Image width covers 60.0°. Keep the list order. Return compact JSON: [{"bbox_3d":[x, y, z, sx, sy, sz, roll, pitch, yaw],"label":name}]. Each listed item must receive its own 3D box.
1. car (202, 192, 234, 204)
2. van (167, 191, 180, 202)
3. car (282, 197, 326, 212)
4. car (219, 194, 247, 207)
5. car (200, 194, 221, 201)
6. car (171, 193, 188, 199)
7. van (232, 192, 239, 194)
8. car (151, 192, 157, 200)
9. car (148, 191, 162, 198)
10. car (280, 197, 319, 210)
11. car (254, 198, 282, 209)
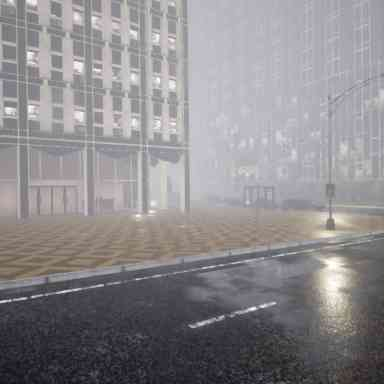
[{"bbox_3d":[4.079,1.166,53.523,1.812,1.442,4.674,-1,1,-34],"label":"car"},{"bbox_3d":[-3.399,0.936,59.892,1.690,1.788,3.998,0,1,-34],"label":"van"},{"bbox_3d":[12.486,1.422,36.331,1.947,1.339,4.313,-1,1,-34],"label":"car"},{"bbox_3d":[6.152,1.318,45.771,1.947,1.339,4.313,-1,1,-34],"label":"car"},{"bbox_3d":[3.528,1.042,64.609,1.802,1.307,4.206,-1,1,-34],"label":"car"},{"bbox_3d":[-2.869,0.935,74.006,1.802,1.307,4.206,0,1,-34],"label":"car"},{"bbox_3d":[6.726,0.854,59.908,1.690,1.788,3.998,-1,1,-34],"label":"van"},{"bbox_3d":[-9.797,1.038,69.290,2.008,1.369,4.403,0,1,-34],"label":"car"},{"bbox_3d":[-9.267,0.685,83.399,1.967,1.590,4.097,0,1,-34],"label":"car"},{"bbox_3d":[12.987,1.348,40.417,1.994,1.385,4.181,-1,1,-34],"label":"car"},{"bbox_3d":[9.302,1.387,41.041,1.802,1.307,4.206,-1,1,-34],"label":"car"}]
